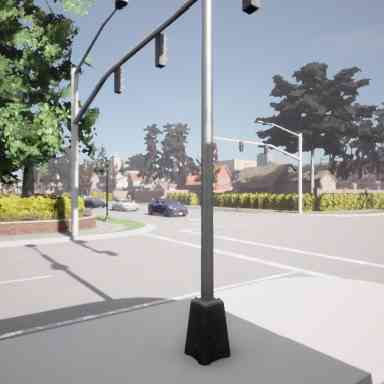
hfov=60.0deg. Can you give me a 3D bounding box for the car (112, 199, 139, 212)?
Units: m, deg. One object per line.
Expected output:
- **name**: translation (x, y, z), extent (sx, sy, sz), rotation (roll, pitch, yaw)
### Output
- **car**: translation (-7.902, 1.525, 39.074), extent (1.812, 1.442, 4.674), rotation (0, 0, -36)

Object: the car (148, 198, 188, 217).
- **car**: translation (-2.323, 1.352, 31.360), extent (2.097, 1.767, 4.553), rotation (0, 0, -36)

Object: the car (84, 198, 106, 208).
- **car**: translation (-13.944, 1.547, 47.416), extent (2.033, 1.411, 5.357), rotation (0, 0, -36)
